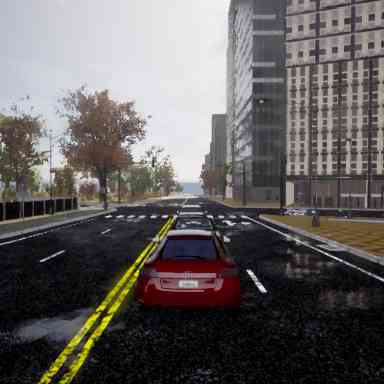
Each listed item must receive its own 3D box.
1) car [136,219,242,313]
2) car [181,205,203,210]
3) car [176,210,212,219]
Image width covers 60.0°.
[{"bbox_3d":[-0.022,1.561,7.767,1.994,1.385,4.181,0,0,1],"label":"car"},{"bbox_3d":[-0.005,1.544,21.255,2.033,1.411,5.357,0,0,0],"label":"car"},{"bbox_3d":[0.076,1.597,13.015,1.895,1.301,4.718,0,0,0],"label":"car"}]
